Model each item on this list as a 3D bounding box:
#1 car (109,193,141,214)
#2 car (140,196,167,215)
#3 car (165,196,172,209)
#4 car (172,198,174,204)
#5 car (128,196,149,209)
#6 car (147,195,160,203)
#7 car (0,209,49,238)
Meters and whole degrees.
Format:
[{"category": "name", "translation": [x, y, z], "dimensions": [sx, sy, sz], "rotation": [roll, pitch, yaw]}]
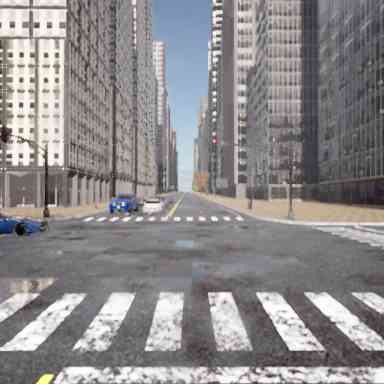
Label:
[{"category": "car", "translation": [-7.152, 1.157, 35.490], "dimensions": [2.150, 2.045, 5.566], "rotation": [0, 0, 2]}, {"category": "car", "translation": [-3.875, 1.466, 33.810], "dimensions": [1.812, 1.442, 4.674], "rotation": [0, 0, -2]}, {"category": "car", "translation": [-4.049, 1.276, 42.725], "dimensions": [2.097, 1.767, 4.553], "rotation": [0, 0, -1]}, {"category": "car", "translation": [-4.310, 1.430, 60.303], "dimensions": [2.033, 1.411, 5.357], "rotation": [0, 0, 0]}, {"category": "car", "translation": [-7.351, 1.403, 46.061], "dimensions": [2.128, 1.511, 4.902], "rotation": [0, 1, -1]}, {"category": "car", "translation": [-7.641, 1.412, 66.640], "dimensions": [2.033, 1.411, 5.357], "rotation": [0, 0, -1]}, {"category": "car", "translation": [-10.009, 1.503, 16.352], "dimensions": [5.357, 1.411, 2.033], "rotation": [0, -1, -13]}]
